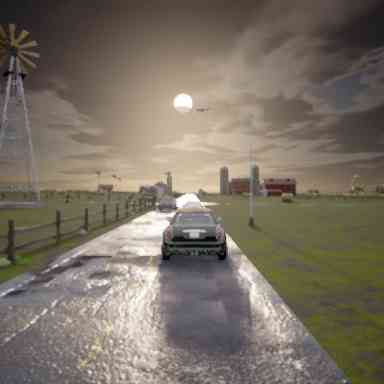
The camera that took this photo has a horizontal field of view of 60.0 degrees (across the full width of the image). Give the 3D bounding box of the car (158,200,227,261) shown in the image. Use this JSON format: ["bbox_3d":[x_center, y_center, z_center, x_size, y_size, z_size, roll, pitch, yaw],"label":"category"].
[{"bbox_3d":[0.084,1.346,12.440,2.097,1.767,4.553,0,0,0],"label":"car"}]

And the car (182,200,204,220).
[{"bbox_3d":[0.091,1.508,28.858,1.812,1.442,4.674,0,0,0],"label":"car"}]

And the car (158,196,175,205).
[{"bbox_3d":[-2.832,1.328,39.718,2.097,1.767,4.553,0,0,0],"label":"car"}]
